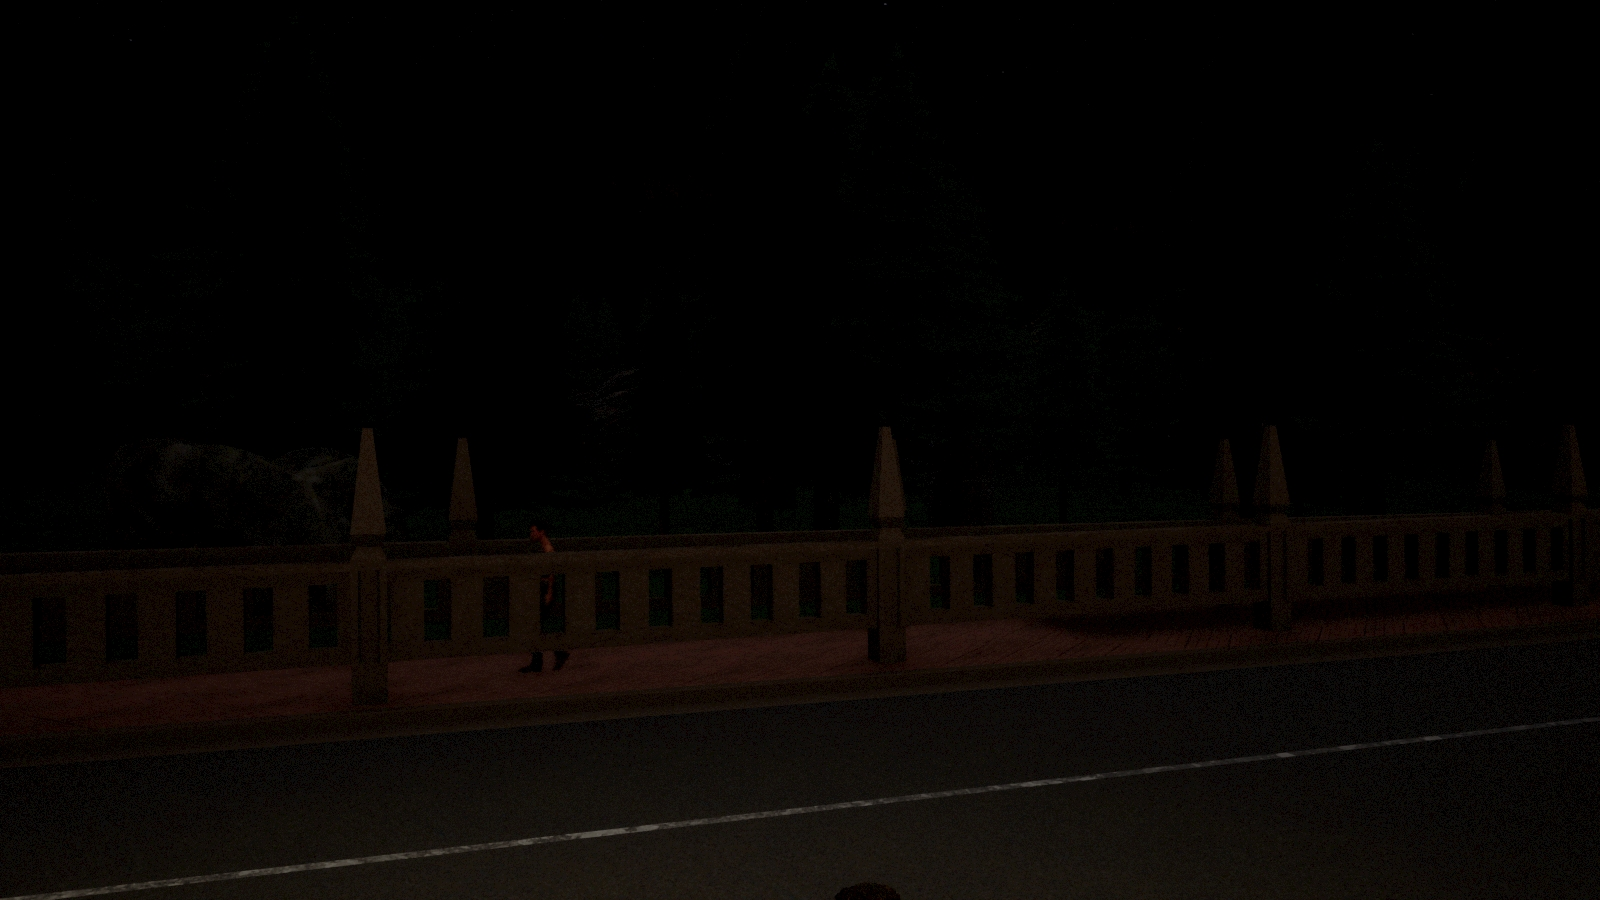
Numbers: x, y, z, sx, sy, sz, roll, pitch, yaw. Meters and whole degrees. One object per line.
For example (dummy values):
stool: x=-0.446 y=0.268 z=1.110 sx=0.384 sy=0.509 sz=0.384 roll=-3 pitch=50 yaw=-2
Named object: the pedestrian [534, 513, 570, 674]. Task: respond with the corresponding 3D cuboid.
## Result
pedestrian: x=-2.958 y=1.694 z=13.621 sx=0.375 sy=1.860 sz=0.375 roll=0 pitch=0 yaw=-20
